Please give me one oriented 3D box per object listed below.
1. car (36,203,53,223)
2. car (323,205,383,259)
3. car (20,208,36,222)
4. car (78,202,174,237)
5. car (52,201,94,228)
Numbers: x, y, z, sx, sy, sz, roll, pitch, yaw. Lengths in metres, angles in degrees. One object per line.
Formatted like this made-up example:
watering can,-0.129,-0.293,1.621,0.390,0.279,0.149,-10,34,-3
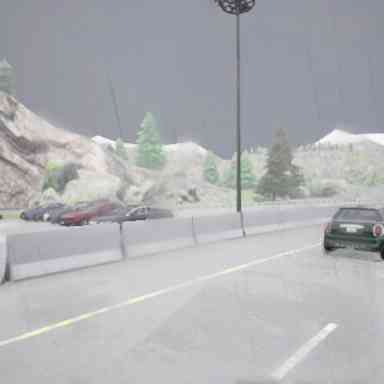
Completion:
car,-7.663,1.427,23.010,2.128,1.511,4.902,0,0,44
car,6.738,1.254,12.442,2.097,1.767,4.553,0,0,45
car,-10.565,1.506,25.016,1.994,1.385,4.181,0,0,44
car,-3.098,1.426,17.660,2.128,1.511,4.902,0,0,44
car,-5.455,1.413,20.265,1.882,1.535,5.008,0,0,44
